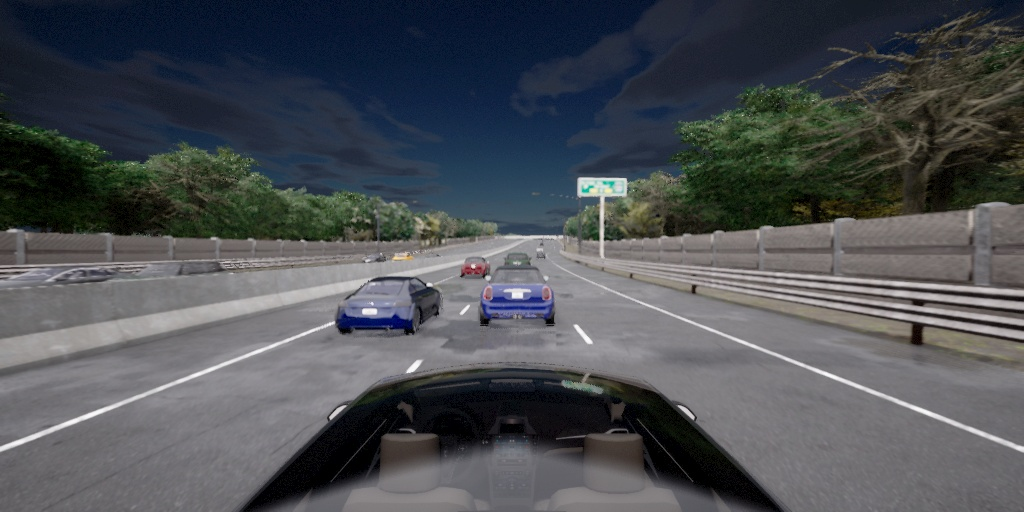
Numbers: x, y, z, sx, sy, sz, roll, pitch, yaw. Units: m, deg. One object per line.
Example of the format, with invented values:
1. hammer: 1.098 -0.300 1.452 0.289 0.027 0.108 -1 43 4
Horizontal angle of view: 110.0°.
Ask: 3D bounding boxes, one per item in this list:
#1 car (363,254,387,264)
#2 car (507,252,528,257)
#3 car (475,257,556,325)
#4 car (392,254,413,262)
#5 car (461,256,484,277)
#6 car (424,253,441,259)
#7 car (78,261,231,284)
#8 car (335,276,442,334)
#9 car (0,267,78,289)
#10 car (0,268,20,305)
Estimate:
1. car: -19.947 0.467 52.297 2.128 1.511 4.902 0 2 3
2. car: 0.477 0.703 30.217 2.150 2.045 5.566 0 1 1
3. car: 0.164 1.050 11.676 2.097 1.767 4.553 0 0 1
4. car: -16.375 0.409 53.882 1.882 1.535 5.008 0 2 3
5. car: -3.011 0.827 30.548 2.097 1.767 4.553 0 1 1
6. car: -12.698 0.334 57.338 1.837 1.490 4.892 0 2 3
7. car: -14.004 1.021 14.809 2.097 1.767 4.553 0 1 1
8. car: -3.348 1.268 10.484 1.994 1.385 4.181 0 0 0
9. car: -17.515 1.166 13.941 2.128 1.511 4.902 0 0 1
10. car: -21.032 1.211 12.312 1.812 1.442 4.674 0 0 1
